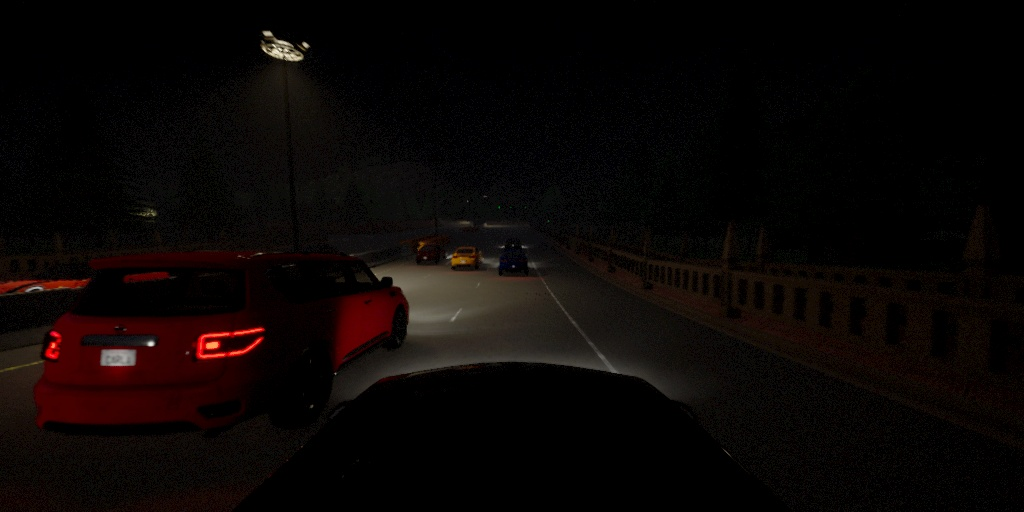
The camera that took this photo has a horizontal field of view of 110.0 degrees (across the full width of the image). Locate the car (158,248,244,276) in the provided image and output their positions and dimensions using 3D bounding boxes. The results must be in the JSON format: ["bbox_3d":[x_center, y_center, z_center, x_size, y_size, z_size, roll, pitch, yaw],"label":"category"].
[{"bbox_3d":[-21.095,0.328,24.653,1.812,1.442,4.674,0,5,0],"label":"car"}]

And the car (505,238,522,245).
[{"bbox_3d":[0.136,-1.400,41.317,1.994,1.385,4.181,0,6,0],"label":"car"}]

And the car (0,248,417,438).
[{"bbox_3d":[-3.400,0.950,5.782,2.150,2.045,5.566,0,0,0],"label":"car"}]

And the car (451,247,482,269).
[{"bbox_3d":[-3.402,0.019,27.483,1.882,1.535,5.008,0,5,0],"label":"car"}]

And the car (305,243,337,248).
[{"bbox_3d":[-17.594,-0.399,32.135,2.033,1.411,5.357,0,6,0],"label":"car"}]

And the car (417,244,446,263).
[{"bbox_3d":[-6.901,-0.270,30.773,1.812,1.442,4.674,0,6,0],"label":"car"}]

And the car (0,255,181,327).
[{"bbox_3d":[-14.100,0.936,11.830,2.097,1.767,4.553,0,2,0],"label":"car"}]

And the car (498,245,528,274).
[{"bbox_3d":[0.098,0.288,24.521,1.882,1.535,5.008,0,4,0],"label":"car"}]
